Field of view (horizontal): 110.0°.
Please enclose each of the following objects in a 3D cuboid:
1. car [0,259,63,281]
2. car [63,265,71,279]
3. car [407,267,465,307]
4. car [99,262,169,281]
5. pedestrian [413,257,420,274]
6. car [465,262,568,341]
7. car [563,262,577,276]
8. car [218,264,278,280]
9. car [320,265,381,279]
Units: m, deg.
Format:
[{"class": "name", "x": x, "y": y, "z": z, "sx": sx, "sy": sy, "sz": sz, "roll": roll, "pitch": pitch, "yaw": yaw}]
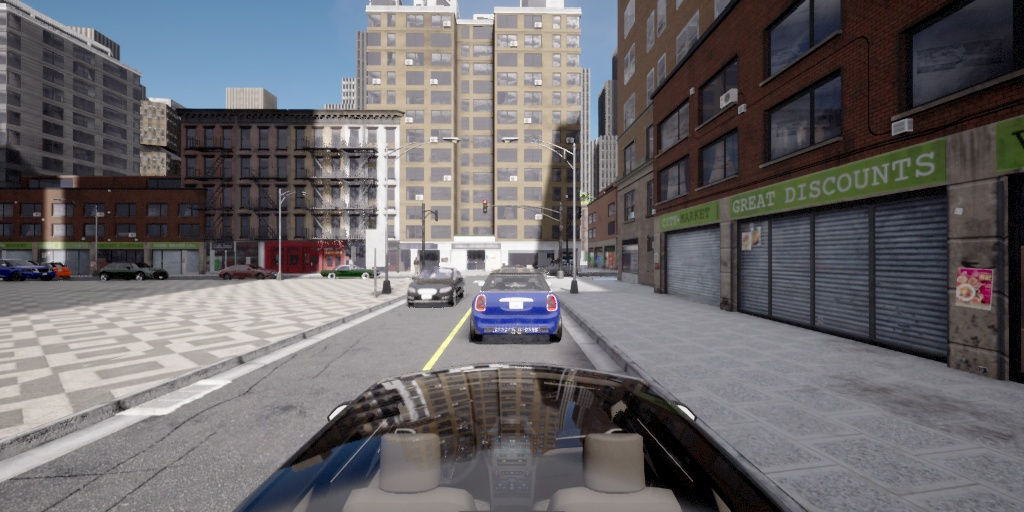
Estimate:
[{"class": "car", "x": -43.908, "y": 1.256, "z": 31.551, "sx": 5.566, "sy": 2.045, "sz": 2.150, "roll": 0, "pitch": 0, "yaw": 0}, {"class": "car", "x": -45.973, "y": 1.408, "z": 34.681, "sx": 4.553, "sy": 1.767, "sz": 2.097, "roll": 0, "pitch": 0, "yaw": -2}, {"class": "car", "x": -3.147, "y": 1.238, "z": 15.634, "sx": 2.128, "sy": 1.511, "sz": 4.902, "roll": 0, "pitch": 0, "yaw": 0}, {"class": "car", "x": -33.287, "y": 1.323, "z": 31.671, "sx": 4.553, "sy": 1.767, "sz": 2.097, "roll": 0, "pitch": 0, "yaw": -1}, {"class": "pedestrian", "x": -10.244, "y": 0.969, "z": 38.247, "sx": 0.375, "sy": 1.860, "sz": 0.375, "roll": 0, "pitch": 0, "yaw": -1}, {"class": "car", "x": 0.085, "y": 1.101, "z": 9.979, "sx": 2.097, "sy": 1.767, "sz": 4.553, "roll": 0, "pitch": 0, "yaw": 0}, {"class": "car", "x": 4.338, "y": 1.258, "z": 35.430, "sx": 4.181, "sy": 1.385, "sz": 1.994, "roll": 0, "pitch": 0, "yaw": -1}, {"class": "car", "x": -23.339, "y": 1.433, "z": 31.829, "sx": 4.674, "sy": 1.442, "sz": 1.812, "roll": 0, "pitch": 0, "yaw": -1}, {"class": "car", "x": -14.269, "y": 1.442, "z": 31.948, "sx": 4.718, "sy": 1.301, "sz": 1.895, "roll": 0, "pitch": 0, "yaw": -1}]
